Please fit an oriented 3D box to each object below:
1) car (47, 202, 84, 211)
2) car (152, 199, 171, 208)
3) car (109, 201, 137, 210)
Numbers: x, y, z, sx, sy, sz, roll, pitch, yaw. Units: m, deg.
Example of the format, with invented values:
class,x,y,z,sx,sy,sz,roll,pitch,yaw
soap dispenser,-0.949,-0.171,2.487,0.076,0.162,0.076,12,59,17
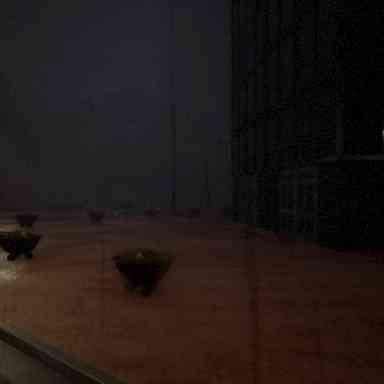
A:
class,x,y,z,sx,sy,sz,roll,pitch,yaw
car,-17.919,2.015,47.212,1.895,1.301,4.718,0,-1,37
car,-5.669,2.122,63.485,2.097,1.767,4.553,0,-1,37
car,-10.574,2.059,51.184,1.812,1.442,4.674,0,-1,37
